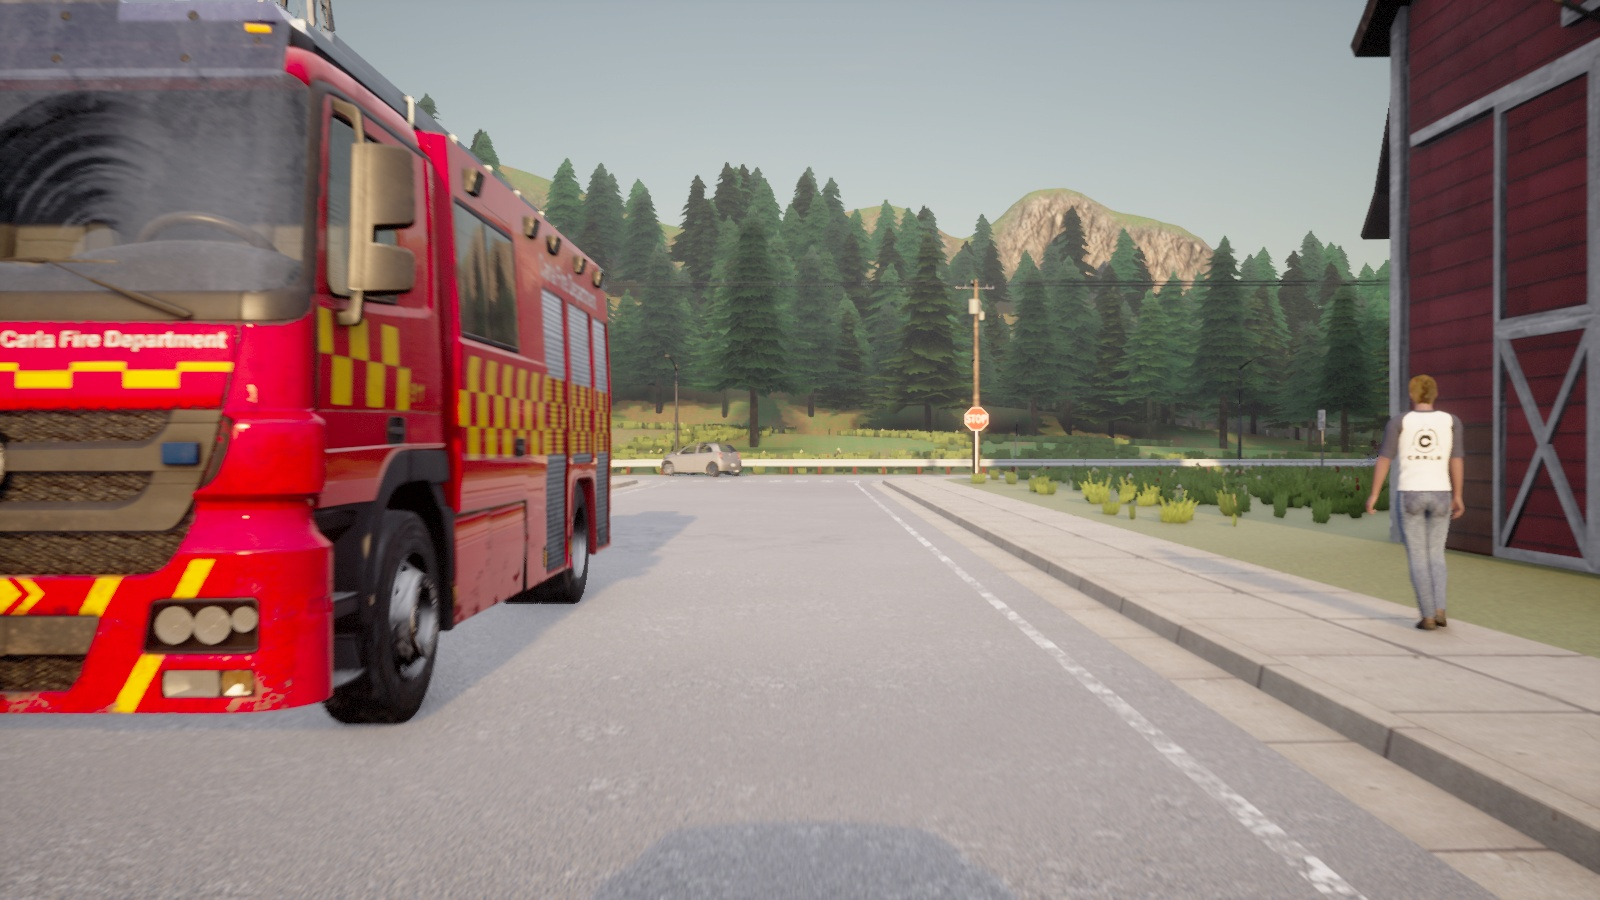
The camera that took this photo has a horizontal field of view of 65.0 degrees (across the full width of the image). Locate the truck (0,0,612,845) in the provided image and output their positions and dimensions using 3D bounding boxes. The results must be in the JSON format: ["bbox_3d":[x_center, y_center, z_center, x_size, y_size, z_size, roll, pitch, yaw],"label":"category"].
[{"bbox_3d":[-3.433,-0.471,8.899,2.891,3.827,8.468,0,0,0],"label":"truck"}]

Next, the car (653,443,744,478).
[{"bbox_3d":[-4.473,0.445,55.268,3.633,1.501,1.845,0,0,33],"label":"car"}]

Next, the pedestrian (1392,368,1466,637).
[{"bbox_3d":[4.479,0.355,8.960,0.354,1.836,0.706,0,0,17],"label":"pedestrian"}]
